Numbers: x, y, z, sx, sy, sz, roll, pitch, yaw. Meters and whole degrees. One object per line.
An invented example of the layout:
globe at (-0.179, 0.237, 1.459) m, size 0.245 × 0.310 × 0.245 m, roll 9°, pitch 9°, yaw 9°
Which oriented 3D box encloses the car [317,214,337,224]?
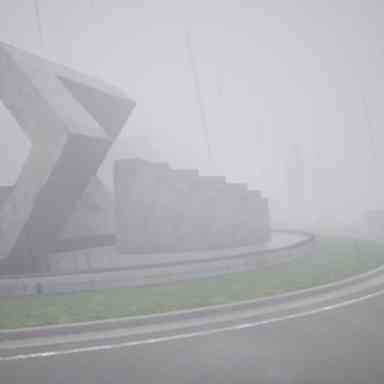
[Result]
car at (19.386, 3.870, 47.861) m, size 1.994 × 1.385 × 4.181 m, roll -5°, pitch -5°, yaw 34°

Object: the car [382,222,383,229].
car at (17.231, 2.465, 26.284) m, size 1.837 × 1.490 × 4.892 m, roll -1°, pitch -4°, yaw -8°
